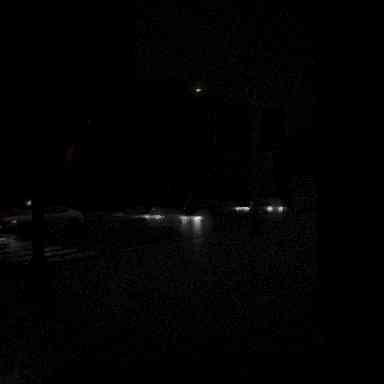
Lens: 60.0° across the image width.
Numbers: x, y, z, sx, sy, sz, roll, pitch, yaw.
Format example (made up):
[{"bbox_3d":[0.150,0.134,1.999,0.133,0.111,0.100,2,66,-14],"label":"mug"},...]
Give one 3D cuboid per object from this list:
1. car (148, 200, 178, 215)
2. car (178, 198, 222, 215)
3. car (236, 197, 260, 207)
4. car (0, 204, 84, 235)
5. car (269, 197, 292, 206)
[{"bbox_3d":[-2.425,1.464,32.671,1.994,1.385,4.181,0,0,35],"label":"car"},{"bbox_3d":[1.120,1.392,32.049,1.837,1.490,4.892,0,0,35],"label":"car"},{"bbox_3d":[8.002,1.388,47.317,1.994,1.385,4.181,0,0,36],"label":"car"},{"bbox_3d":[-8.323,1.481,18.700,1.812,1.442,4.674,0,0,35],"label":"car"},{"bbox_3d":[12.996,1.277,48.688,1.882,1.535,5.008,0,0,36],"label":"car"}]
